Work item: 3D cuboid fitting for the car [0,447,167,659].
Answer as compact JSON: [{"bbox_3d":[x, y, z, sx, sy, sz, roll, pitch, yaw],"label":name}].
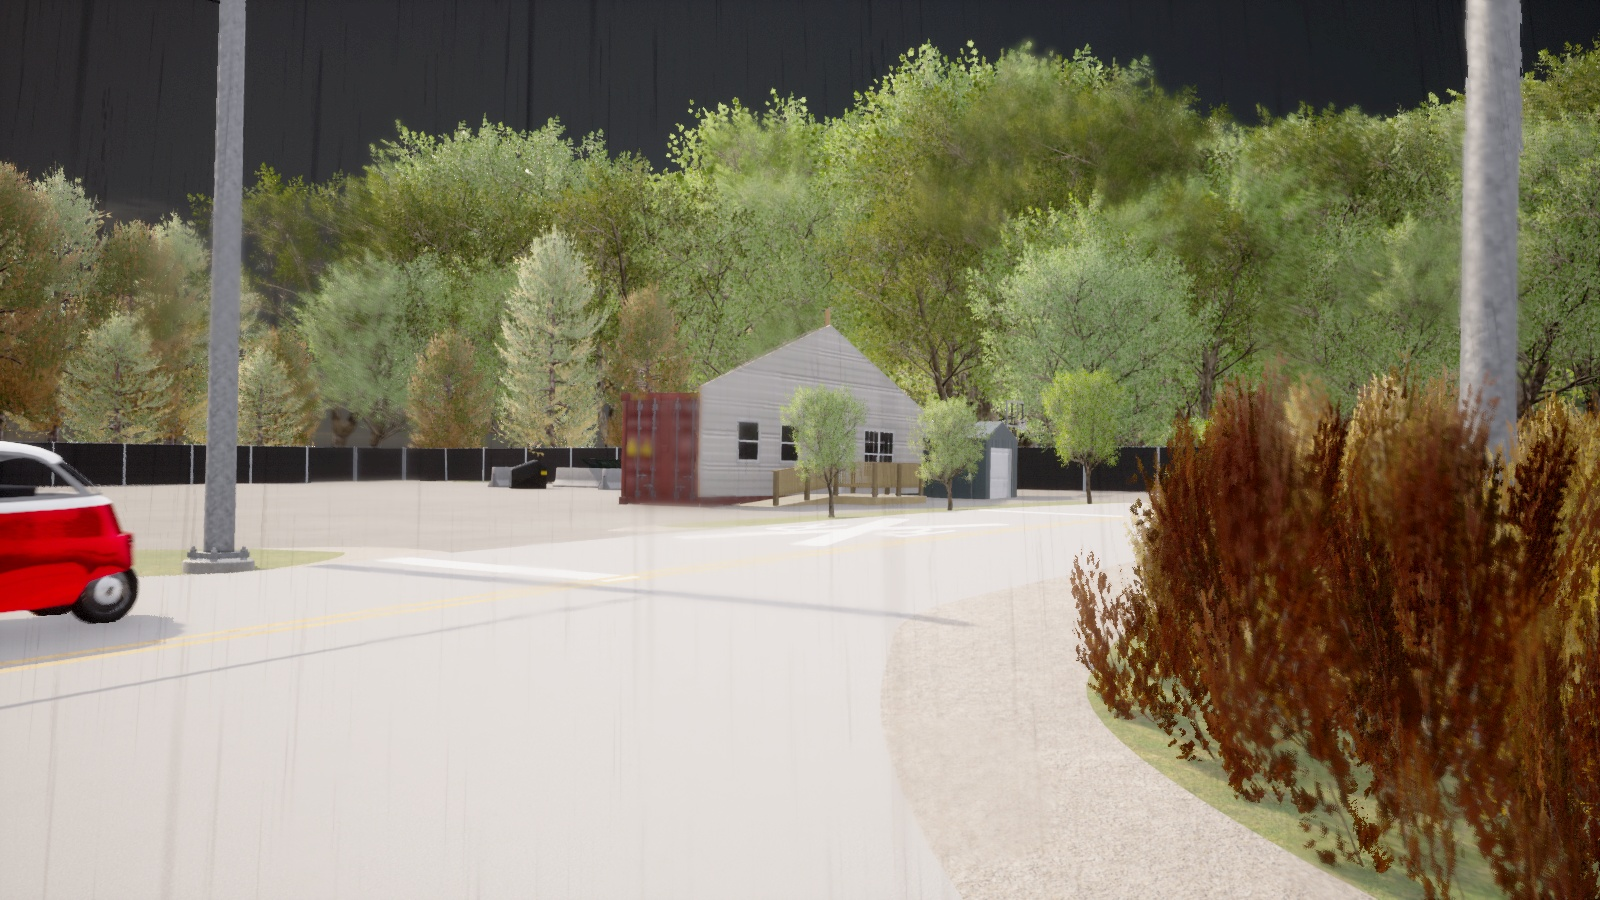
[{"bbox_3d":[-5.876,0.694,8.678,1.481,1.376,2.207,-1,1,33],"label":"car"}]
